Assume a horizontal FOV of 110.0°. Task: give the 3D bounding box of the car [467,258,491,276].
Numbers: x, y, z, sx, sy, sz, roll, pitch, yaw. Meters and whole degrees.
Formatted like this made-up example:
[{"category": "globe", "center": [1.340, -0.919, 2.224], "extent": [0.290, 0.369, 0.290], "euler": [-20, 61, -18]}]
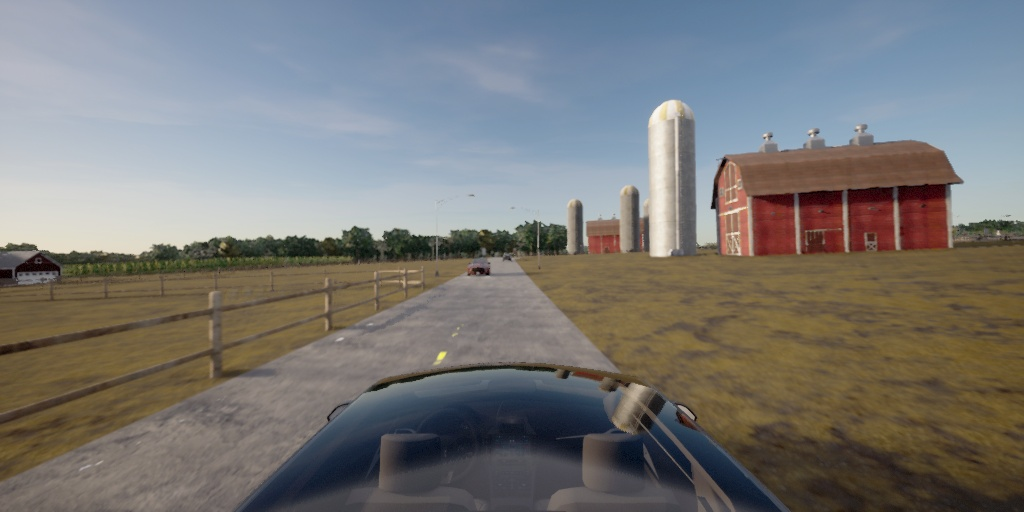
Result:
[{"category": "car", "center": [-3.205, 0.986, 35.690], "extent": [2.097, 1.767, 4.553], "euler": [-1, 1, -1]}]
